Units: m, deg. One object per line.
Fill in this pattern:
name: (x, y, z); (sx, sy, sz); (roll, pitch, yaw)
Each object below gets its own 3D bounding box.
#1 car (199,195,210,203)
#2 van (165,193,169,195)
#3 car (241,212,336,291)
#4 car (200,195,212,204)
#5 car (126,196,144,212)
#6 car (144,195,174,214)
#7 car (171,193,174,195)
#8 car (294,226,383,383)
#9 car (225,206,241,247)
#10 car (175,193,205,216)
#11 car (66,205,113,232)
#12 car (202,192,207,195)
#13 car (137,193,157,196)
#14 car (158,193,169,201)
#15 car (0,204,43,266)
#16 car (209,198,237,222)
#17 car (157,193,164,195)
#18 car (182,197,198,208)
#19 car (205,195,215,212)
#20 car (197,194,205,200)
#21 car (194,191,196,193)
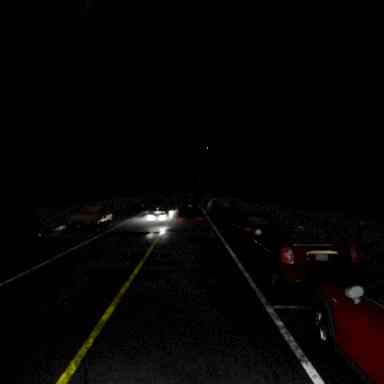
car: (2.325, 1.266, 63.151); (2.008, 1.369, 4.403); (0, 0, 0)
van: (-6.240, 1.047, 68.531); (1.690, 1.788, 3.998); (0, 0, 0)
car: (2.704, 1.392, 8.903); (1.967, 1.590, 4.097); (0, 0, 0)
car: (2.361, 1.281, 57.727); (1.887, 1.381, 4.507); (0, 0, 0)
car: (-6.010, 1.421, 35.977); (1.802, 1.307, 4.206); (0, 0, 0)
car: (-3.230, 1.337, 33.632); (2.128, 1.511, 4.902); (0, 0, 0)
car: (-6.352, 1.221, 84.810); (1.802, 1.307, 4.206); (0, 0, 0)
car: (2.742, 1.419, 3.478); (1.967, 1.590, 4.097); (0, 0, 0)
car: (2.667, 1.508, 14.328); (1.802, 1.307, 4.206); (0, 0, 0)
car: (-0.180, 1.203, 31.204); (2.097, 1.767, 4.553); (0, 0, 0)
car: (-5.895, 1.439, 19.529); (1.752, 1.417, 4.829); (0, 0, 0)
car: (2.438, 1.220, 46.876); (1.967, 1.590, 4.097); (0, 0, 0)
car: (-6.050, 1.130, 41.401); (2.192, 1.841, 5.009); (0, 0, 0)
car: (-6.277, 1.124, 73.957); (1.967, 1.590, 4.097); (0, 0, 0)
car: (-5.822, 1.280, 8.846); (2.192, 1.841, 5.009); (0, 0, 0)
car: (2.590, 1.419, 25.177); (1.887, 1.381, 4.507); (0, 0, 0)
car: (-6.126, 1.085, 52.253); (2.192, 1.841, 5.009); (0, 0, 0)
car: (-0.263, 1.360, 44.231); (1.994, 1.385, 4.181); (0, 0, 0)
car: (2.513, 1.350, 36.197); (1.752, 1.417, 4.829); (0, 0, 0)
car: (2.173, 1.192, 84.851); (1.947, 1.339, 4.313); (0, 0, 0)
car: (2.248, 0.987, 74.000); (2.192, 1.841, 5.009); (0, 0, 0)
